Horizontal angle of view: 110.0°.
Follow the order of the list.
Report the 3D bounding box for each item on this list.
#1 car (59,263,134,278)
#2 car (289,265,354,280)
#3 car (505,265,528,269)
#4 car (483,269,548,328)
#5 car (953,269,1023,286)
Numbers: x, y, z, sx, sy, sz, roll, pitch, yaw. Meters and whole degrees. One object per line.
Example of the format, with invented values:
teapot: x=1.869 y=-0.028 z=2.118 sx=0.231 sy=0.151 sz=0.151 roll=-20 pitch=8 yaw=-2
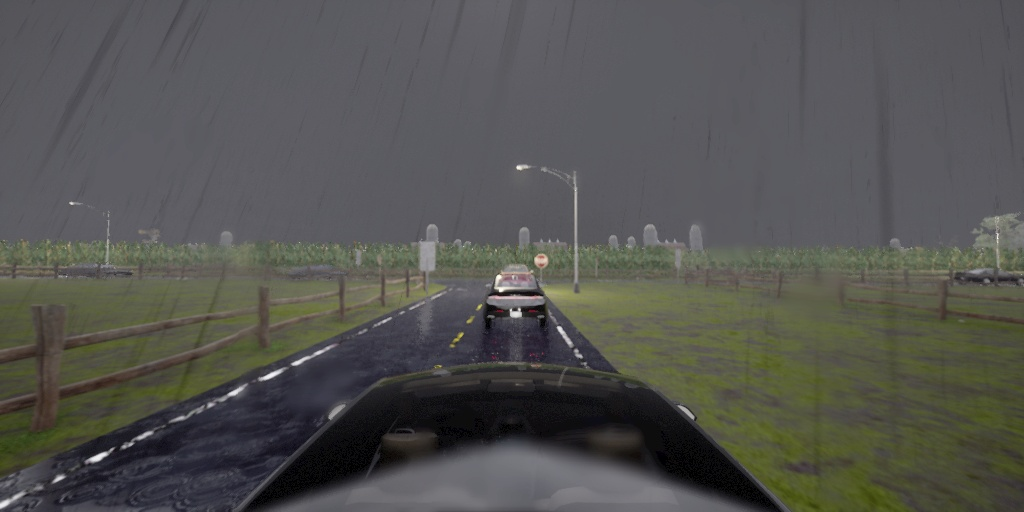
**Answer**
car: x=-39.008 y=1.372 z=33.697 sx=5.357 sy=1.411 sz=2.033 roll=0 pitch=-2 yaw=1
car: x=-17.807 y=1.508 z=33.554 sx=5.357 sy=1.411 sz=2.033 roll=0 pitch=-2 yaw=0
car: x=0.325 y=1.342 z=23.173 sx=2.097 sy=1.767 sz=4.553 roll=0 pitch=-1 yaw=3
car: x=0.106 y=1.357 z=11.941 sx=2.128 sy=1.511 sz=4.902 roll=0 pitch=-1 yaw=0
car: x=44.174 y=1.936 z=33.218 sx=5.008 sy=1.535 sz=1.882 roll=1 pitch=-2 yaw=1
